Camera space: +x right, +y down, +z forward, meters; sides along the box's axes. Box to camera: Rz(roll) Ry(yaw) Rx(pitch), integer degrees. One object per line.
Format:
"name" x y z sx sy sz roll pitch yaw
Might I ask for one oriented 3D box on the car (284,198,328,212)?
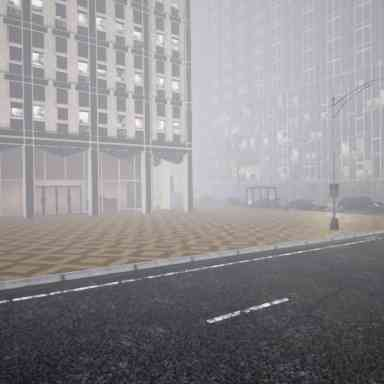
"car" 12.779 1.422 36.561 1.947 1.339 4.313 -1 1 -34

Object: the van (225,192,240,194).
"van" 7.004 0.853 60.134 1.690 1.788 3.998 -1 1 -34

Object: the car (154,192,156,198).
"car" -9.003 0.684 83.616 1.967 1.590 4.097 0 1 -34

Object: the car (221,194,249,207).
"car" 6.439 1.318 45.997 1.947 1.339 4.313 -1 1 -34

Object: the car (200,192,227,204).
"car" 3.198 1.147 55.464 1.812 1.442 4.674 -1 1 -34

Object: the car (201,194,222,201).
"car" 3.804 1.041 64.833 1.802 1.307 4.206 -1 1 -34

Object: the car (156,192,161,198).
"car" -5.802 0.613 78.919 2.192 1.841 5.009 0 1 -34

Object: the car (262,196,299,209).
"car" 11.434 1.280 43.351 1.812 1.442 4.674 -1 1 -34

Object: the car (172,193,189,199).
"car" -2.600 0.934 74.226 1.802 1.307 4.206 0 1 -34

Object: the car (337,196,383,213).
"car" 17.530 1.205 34.402 2.097 1.767 4.553 -1 1 -34

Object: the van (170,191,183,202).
"van" -3.121 0.936 60.112 1.690 1.788 3.998 0 1 -34

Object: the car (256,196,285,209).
"car" 9.592 1.386 41.269 1.802 1.307 4.206 -1 1 -34
